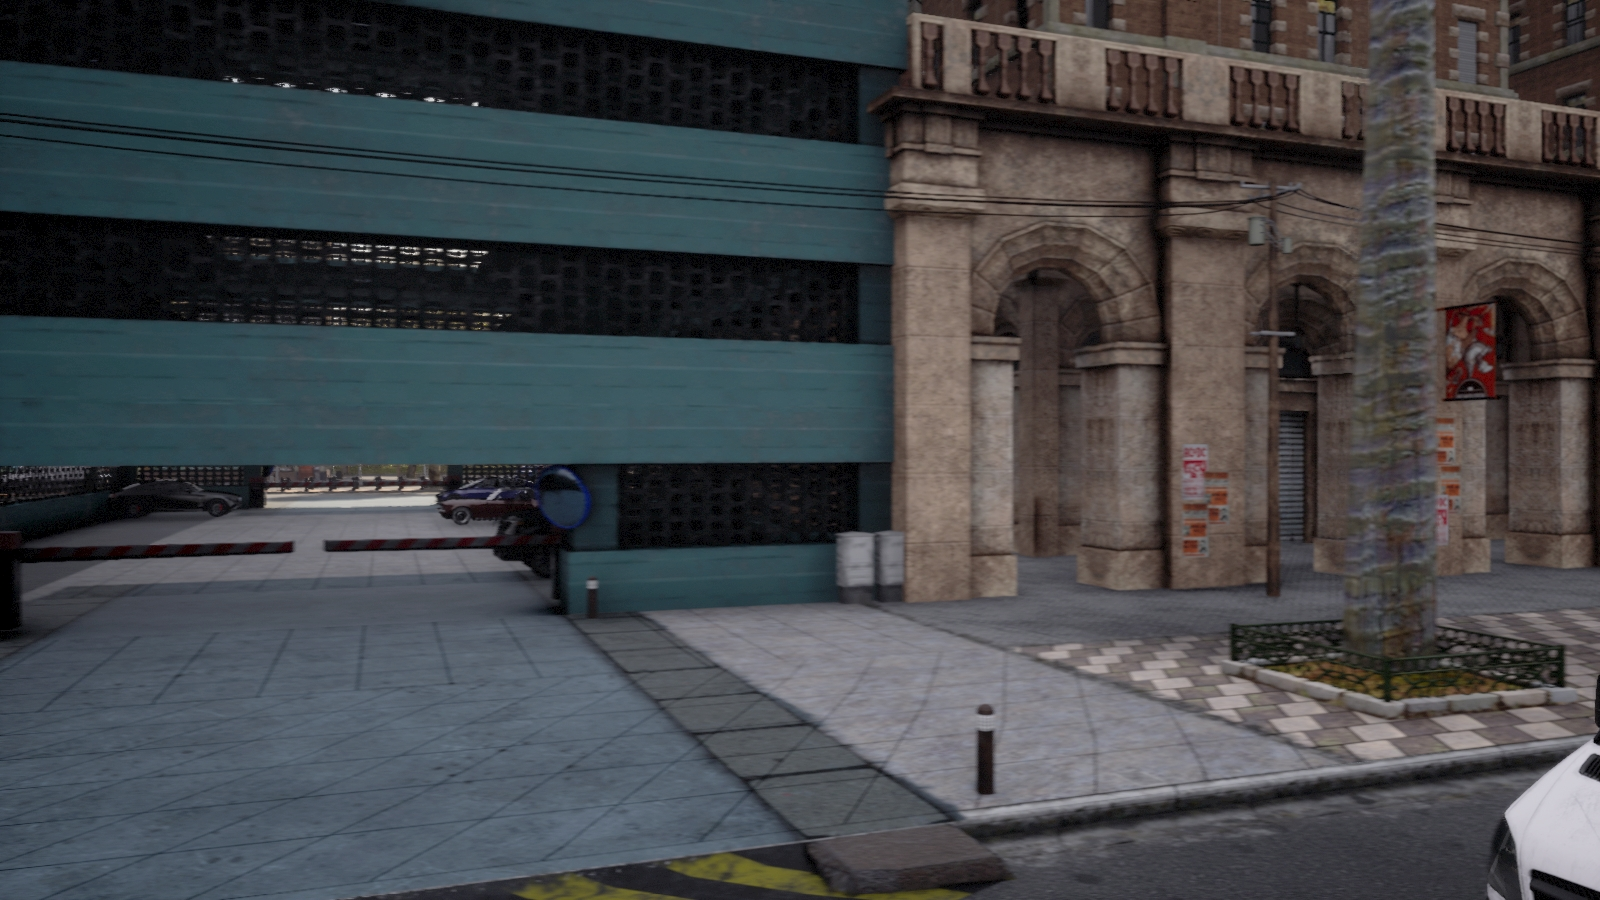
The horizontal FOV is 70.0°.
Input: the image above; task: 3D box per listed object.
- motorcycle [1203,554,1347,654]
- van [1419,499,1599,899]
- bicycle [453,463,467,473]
[{"bbox_3d":[6.826,2.180,16.433,1.805,1.236,0.856,0,0,-20],"label":"motorcycle"},{"bbox_3d":[6.060,1.533,5.509,5.915,2.561,1.988,0,0,-20],"label":"van"},{"bbox_3d":[-41.099,2.204,138.179,1.643,1.196,0.373,0,0,-20],"label":"bicycle"}]
